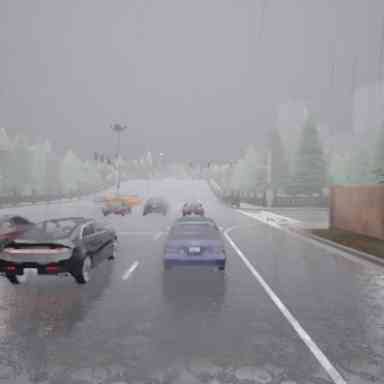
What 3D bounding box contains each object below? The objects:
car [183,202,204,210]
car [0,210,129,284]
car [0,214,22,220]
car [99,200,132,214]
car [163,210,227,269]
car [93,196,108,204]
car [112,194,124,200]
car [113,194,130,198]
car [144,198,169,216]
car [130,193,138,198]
[{"bbox_3d":[0.099,1.580,31.199,1.895,1.301,4.718,0,0,0],"label":"car"},{"bbox_3d":[-3.429,1.485,9.519,2.128,1.511,4.902,0,0,0],"label":"car"},{"bbox_3d":[-6.918,1.518,12.090,1.812,1.442,4.674,0,0,0],"label":"car"},{"bbox_3d":[-6.901,1.580,31.202,1.895,1.301,4.718,0,0,0],"label":"car"},{"bbox_3d":[0.079,1.539,11.110,2.033,1.411,5.357,0,0,0],"label":"car"},{"bbox_3d":[-17.512,1.457,63.947,2.128,1.511,4.902,0,0,0],"label":"car"},{"bbox_3d":[-17.580,1.179,79.321,1.895,1.301,4.718,0,2,0],"label":"car"},{"bbox_3d":[-14.014,1.311,64.056,2.097,1.767,4.553,0,0,0],"label":"car"},{"bbox_3d":[-3.401,1.330,32.523,2.097,1.767,4.553,0,0,0],"label":"car"},{"bbox_3d":[-14.081,1.057,79.438,1.882,1.535,5.008,0,2,0],"label":"car"}]
